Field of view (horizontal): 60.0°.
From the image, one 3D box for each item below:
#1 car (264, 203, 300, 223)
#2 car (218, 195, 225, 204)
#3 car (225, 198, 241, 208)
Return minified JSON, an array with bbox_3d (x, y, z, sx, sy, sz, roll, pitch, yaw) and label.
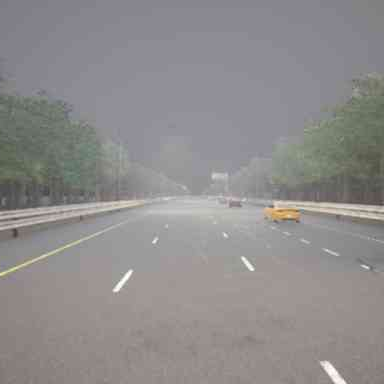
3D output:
[{"bbox_3d":[7.037,1.594,26.491,1.882,1.535,5.008,0,0,0],"label":"car"},{"bbox_3d":[7.335,2.137,79.005,2.033,1.411,5.357,0,-1,0],"label":"car"},{"bbox_3d":[7.172,1.860,56.674,1.882,1.535,5.008,0,-1,0],"label":"car"}]
